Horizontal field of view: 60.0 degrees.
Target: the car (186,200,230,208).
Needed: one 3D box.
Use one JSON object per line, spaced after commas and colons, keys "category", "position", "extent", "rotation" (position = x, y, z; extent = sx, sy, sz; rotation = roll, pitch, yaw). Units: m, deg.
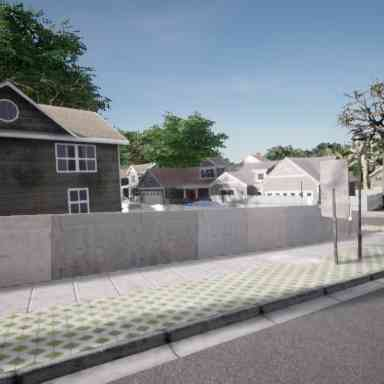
{"category": "car", "position": [1.553, 1.603, 33.492], "extent": [5.008, 1.535, 1.882], "rotation": [0, 3, 41]}
